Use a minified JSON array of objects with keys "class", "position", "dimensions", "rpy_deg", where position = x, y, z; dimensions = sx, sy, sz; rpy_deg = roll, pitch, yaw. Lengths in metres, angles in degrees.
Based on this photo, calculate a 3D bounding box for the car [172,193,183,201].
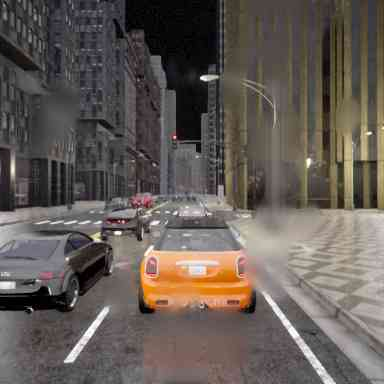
[{"class":"car","position":[-3.339,1.168,74.296],"dimensions":[2.097,1.767,4.553],"rpy_deg":[0,0,0]}]

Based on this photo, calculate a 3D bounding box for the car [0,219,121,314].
[{"class":"car","position":[-3.165,1.561,7.684],"dimensions":[1.994,1.385,4.181],"rpy_deg":[0,0,0]}]

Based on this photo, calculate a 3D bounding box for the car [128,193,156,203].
[{"class":"car","position":[-6.625,1.147,44.801],"dimensions":[2.150,2.045,5.566],"rpy_deg":[0,0,2]}]

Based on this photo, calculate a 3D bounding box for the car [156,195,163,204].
[{"class":"car","position":[-6.648,1.404,58.187],"dimensions":[1.812,1.442,4.674],"rpy_deg":[0,0,0]}]

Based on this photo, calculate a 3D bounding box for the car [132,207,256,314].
[{"class":"car","position":[0.095,1.349,7.781],"dimensions":[2.097,1.767,4.553],"rpy_deg":[0,0,0]}]

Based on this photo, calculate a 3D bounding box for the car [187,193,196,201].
[{"class":"car","position":[-0.089,1.337,74.331],"dimensions":[1.812,1.442,4.674],"rpy_deg":[0,0,0]}]

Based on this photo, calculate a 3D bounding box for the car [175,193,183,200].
[{"class":"car","position":[-3.352,1.118,84.332],"dimensions":[1.837,1.490,4.892],"rpy_deg":[0,0,0]}]

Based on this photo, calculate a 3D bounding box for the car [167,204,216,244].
[{"class":"car","position":[0.012,1.479,16.788],"dimensions":[2.128,1.511,4.902],"rpy_deg":[0,0,1]}]

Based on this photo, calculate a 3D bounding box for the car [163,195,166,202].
[{"class":"car","position":[-6.589,1.367,72.313],"dimensions":[2.033,1.411,5.357],"rpy_deg":[0,0,0]}]

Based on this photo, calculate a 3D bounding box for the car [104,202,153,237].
[{"class":"car","position":[-3.167,1.492,16.581],"dimensions":[1.837,1.490,4.892],"rpy_deg":[0,0,0]}]

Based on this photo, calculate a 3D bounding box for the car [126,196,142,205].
[{"class":"car","position":[-9.903,1.446,57.265],"dimensions":[1.994,1.385,4.181],"rpy_deg":[0,0,0]}]

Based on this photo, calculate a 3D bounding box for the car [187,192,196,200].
[{"class":"car","position":[-0.101,0.973,84.305],"dimensions":[2.097,1.767,4.553],"rpy_deg":[0,0,0]}]

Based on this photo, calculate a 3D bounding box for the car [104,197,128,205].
[{"class":"car","position":[-9.899,1.434,42.681],"dimensions":[1.837,1.490,4.892],"rpy_deg":[0,1,0]}]
